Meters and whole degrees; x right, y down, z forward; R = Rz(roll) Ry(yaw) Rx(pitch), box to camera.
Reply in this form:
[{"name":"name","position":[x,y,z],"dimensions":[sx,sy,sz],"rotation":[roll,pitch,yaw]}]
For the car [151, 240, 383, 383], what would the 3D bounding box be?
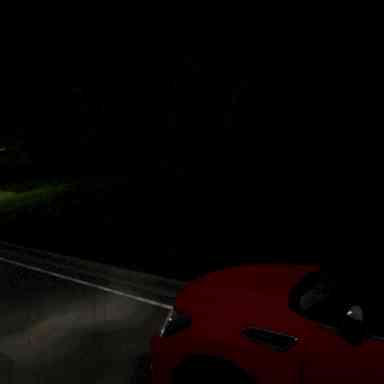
[{"name":"car","position":[2.251,1.217,2.354],"dimensions":[5.566,2.045,2.150],"rotation":[0,0,36]}]
